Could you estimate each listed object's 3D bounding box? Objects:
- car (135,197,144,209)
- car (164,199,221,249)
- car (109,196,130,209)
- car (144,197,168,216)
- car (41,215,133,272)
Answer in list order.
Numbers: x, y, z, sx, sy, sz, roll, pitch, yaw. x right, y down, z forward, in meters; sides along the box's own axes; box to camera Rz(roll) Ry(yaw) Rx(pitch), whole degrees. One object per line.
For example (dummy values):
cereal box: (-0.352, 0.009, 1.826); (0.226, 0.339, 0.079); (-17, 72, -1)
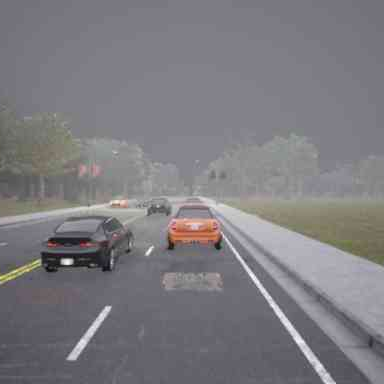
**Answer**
car: (-6.575, 1.518, 45.238); (1.837, 1.490, 4.892); (0, 0, 0)
car: (0.099, 1.359, 14.801); (2.097, 1.767, 4.553); (0, 0, 0)
car: (-9.823, 1.365, 45.385); (2.097, 1.767, 4.553); (0, 0, 0)
car: (-3.151, 1.362, 33.054); (2.097, 1.767, 4.553); (0, 0, 0)
car: (-3.151, 1.510, 10.809); (1.837, 1.490, 4.892); (0, 0, 0)
